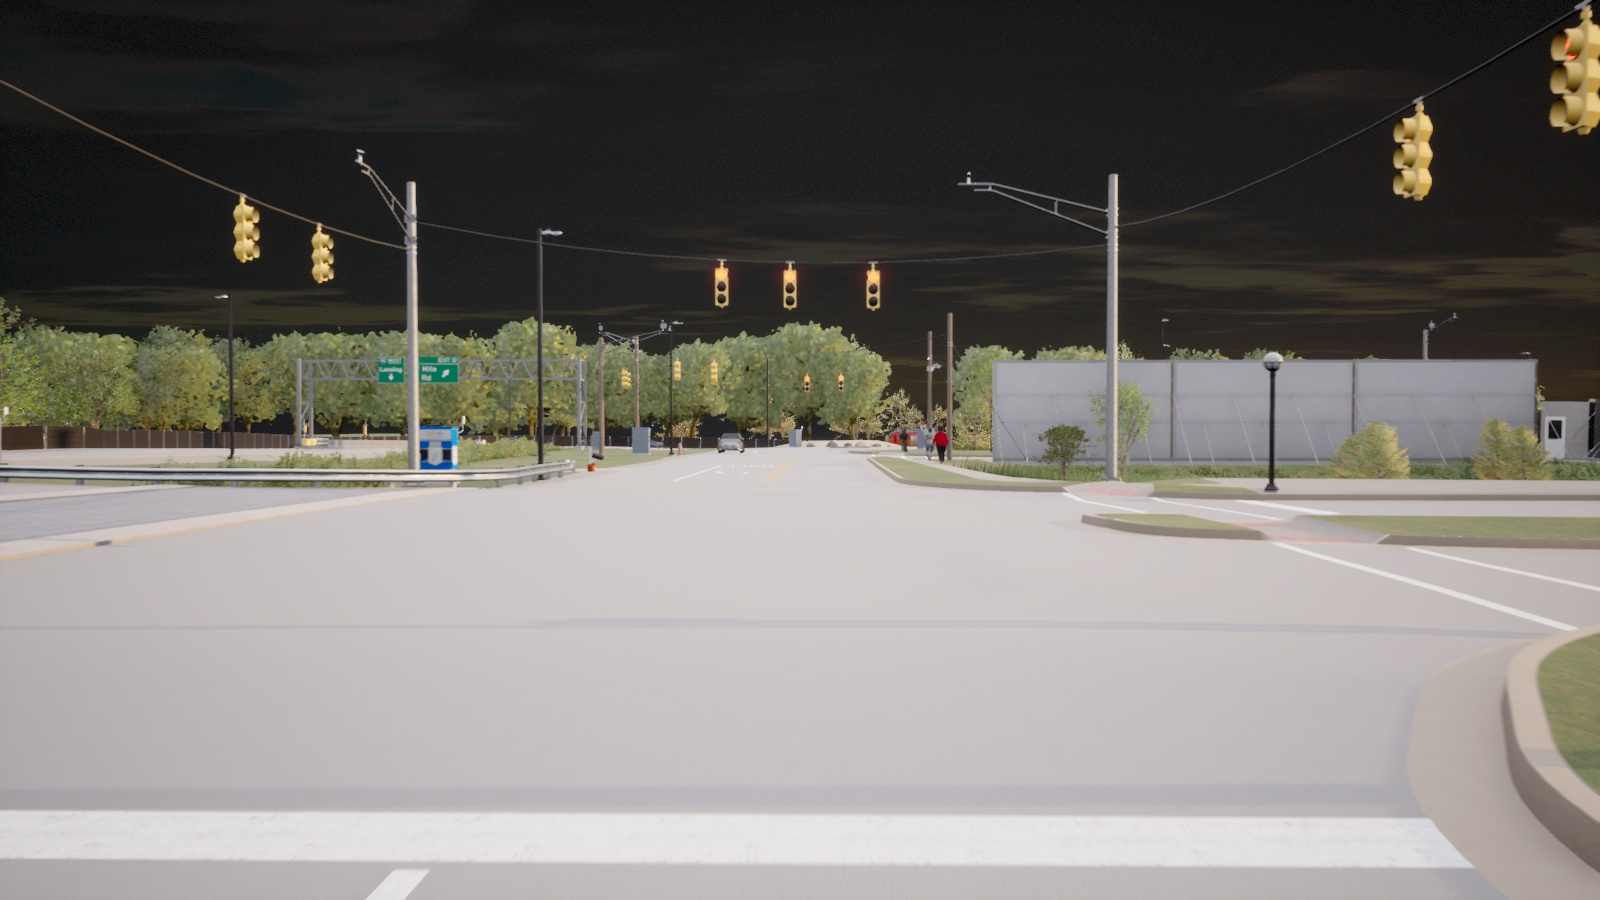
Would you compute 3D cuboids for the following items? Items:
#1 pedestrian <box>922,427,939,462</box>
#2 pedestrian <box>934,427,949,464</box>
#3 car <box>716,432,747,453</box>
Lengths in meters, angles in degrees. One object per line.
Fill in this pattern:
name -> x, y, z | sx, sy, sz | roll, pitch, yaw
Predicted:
pedestrian -> 7.036, -0.294, 67.826 | 0.874, 1.855, 0.900 | 0, 2, 2
pedestrian -> 7.054, -0.222, 62.539 | 0.634, 1.844, 0.899 | 0, 2, 0
car -> -5.155, -0.590, 94.934 | 2.007, 1.525, 4.514 | 0, 1, 0
